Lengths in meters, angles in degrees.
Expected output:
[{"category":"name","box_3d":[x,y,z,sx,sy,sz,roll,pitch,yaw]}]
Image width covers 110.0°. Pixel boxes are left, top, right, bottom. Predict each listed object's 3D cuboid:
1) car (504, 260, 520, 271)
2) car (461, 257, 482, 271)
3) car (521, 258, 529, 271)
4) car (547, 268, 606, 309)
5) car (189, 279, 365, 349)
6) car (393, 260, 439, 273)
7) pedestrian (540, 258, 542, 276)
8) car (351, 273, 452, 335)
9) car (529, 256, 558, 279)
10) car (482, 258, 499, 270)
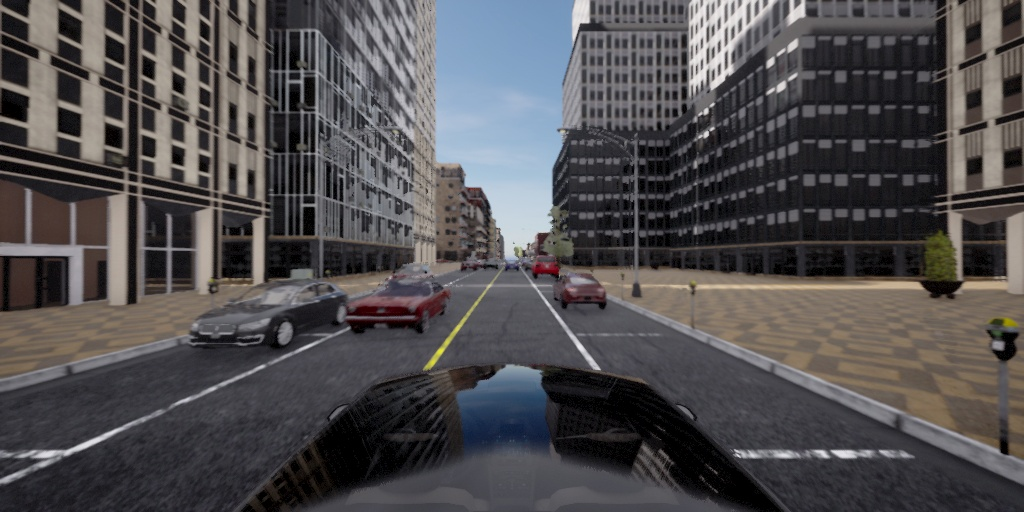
[{"category":"car","box_3d":[0.008,1.298,48.699,1.812,1.442,4.674,0,0,0]},{"category":"car","box_3d":[-5.696,1.086,48.881,2.192,1.841,5.009,0,0,0]},{"category":"car","box_3d":[2.651,1.337,48.857,1.948,1.339,4.313,0,0,0]},{"category":"car","box_3d":[2.672,1.335,14.723,1.802,1.307,4.207,0,0,0]},{"category":"car","box_3d":[-5.690,1.302,9.059,2.007,1.370,4.403,0,0,0]},{"category":"car","box_3d":[-5.692,1.194,20.437,1.967,1.591,4.097,0,0,0]},{"category":"pedestrian","box_3d":[2.995,1.056,36.587,0.375,1.860,0.375,0,0,0]},{"category":"car","box_3d":[-3.099,1.352,10.702,1.895,1.301,4.718,0,0,0]},{"category":"car","box_3d":[2.996,0.985,33.330,2.150,2.045,5.566,0,0,0]},{"category":"car","box_3d":[-3.047,1.127,52.666,2.097,1.767,4.553,0,0,0]}]
